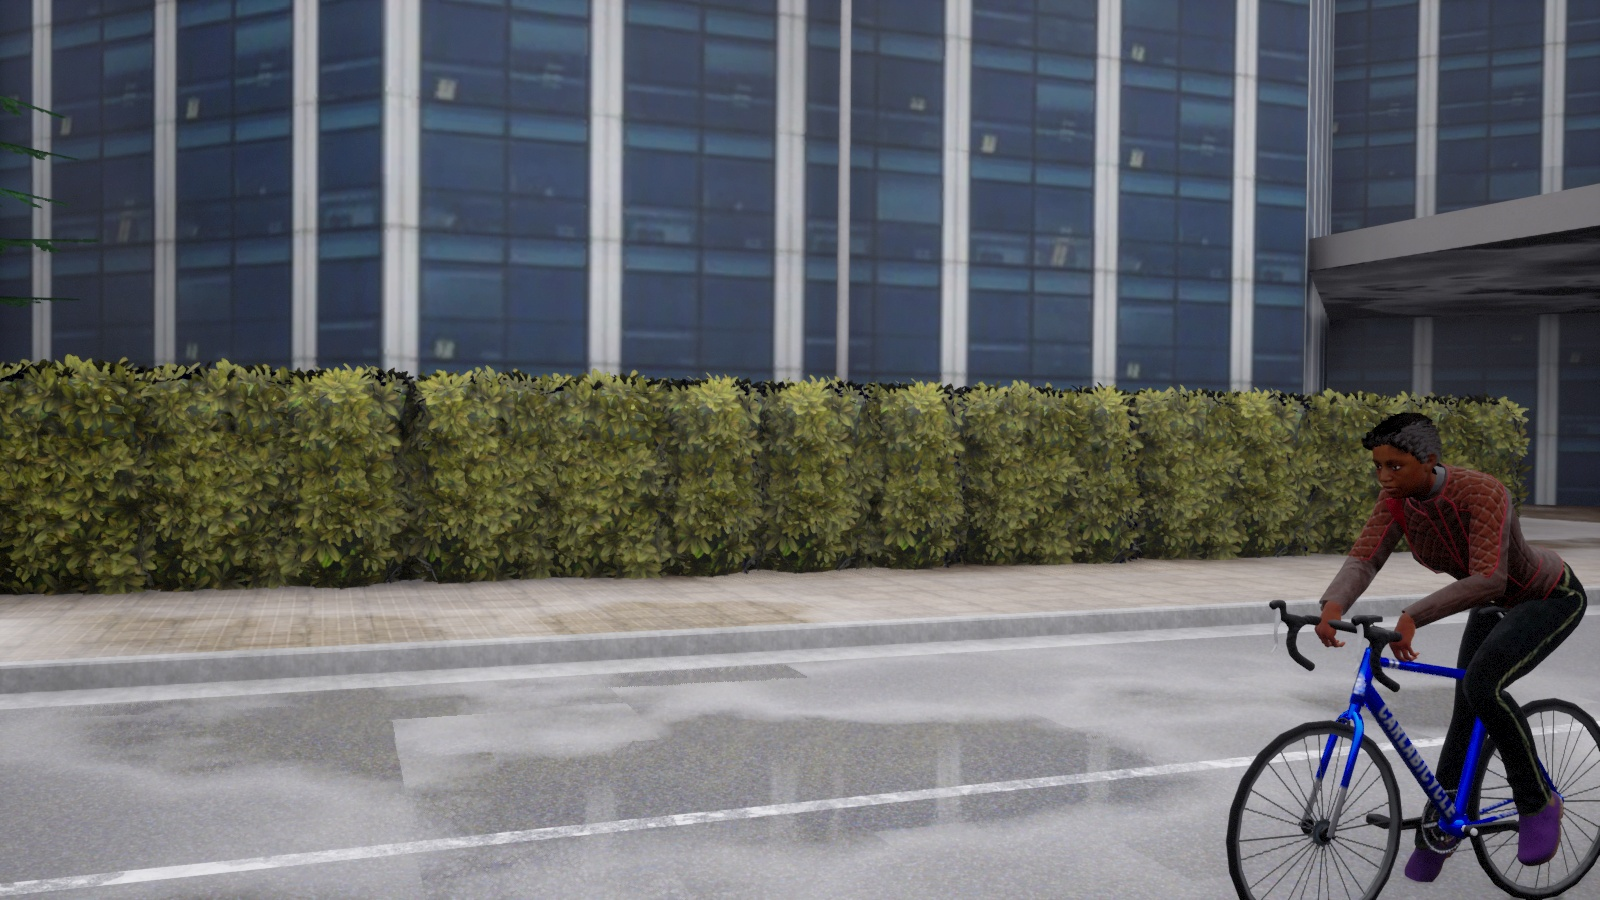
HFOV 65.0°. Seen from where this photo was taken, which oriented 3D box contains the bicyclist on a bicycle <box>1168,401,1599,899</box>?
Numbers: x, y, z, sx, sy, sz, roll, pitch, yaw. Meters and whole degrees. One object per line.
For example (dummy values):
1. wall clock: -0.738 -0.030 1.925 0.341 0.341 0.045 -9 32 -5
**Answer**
1. bicyclist on a bicycle: 2.059 0.663 4.021 1.656 1.620 0.582 -1 1 -21
